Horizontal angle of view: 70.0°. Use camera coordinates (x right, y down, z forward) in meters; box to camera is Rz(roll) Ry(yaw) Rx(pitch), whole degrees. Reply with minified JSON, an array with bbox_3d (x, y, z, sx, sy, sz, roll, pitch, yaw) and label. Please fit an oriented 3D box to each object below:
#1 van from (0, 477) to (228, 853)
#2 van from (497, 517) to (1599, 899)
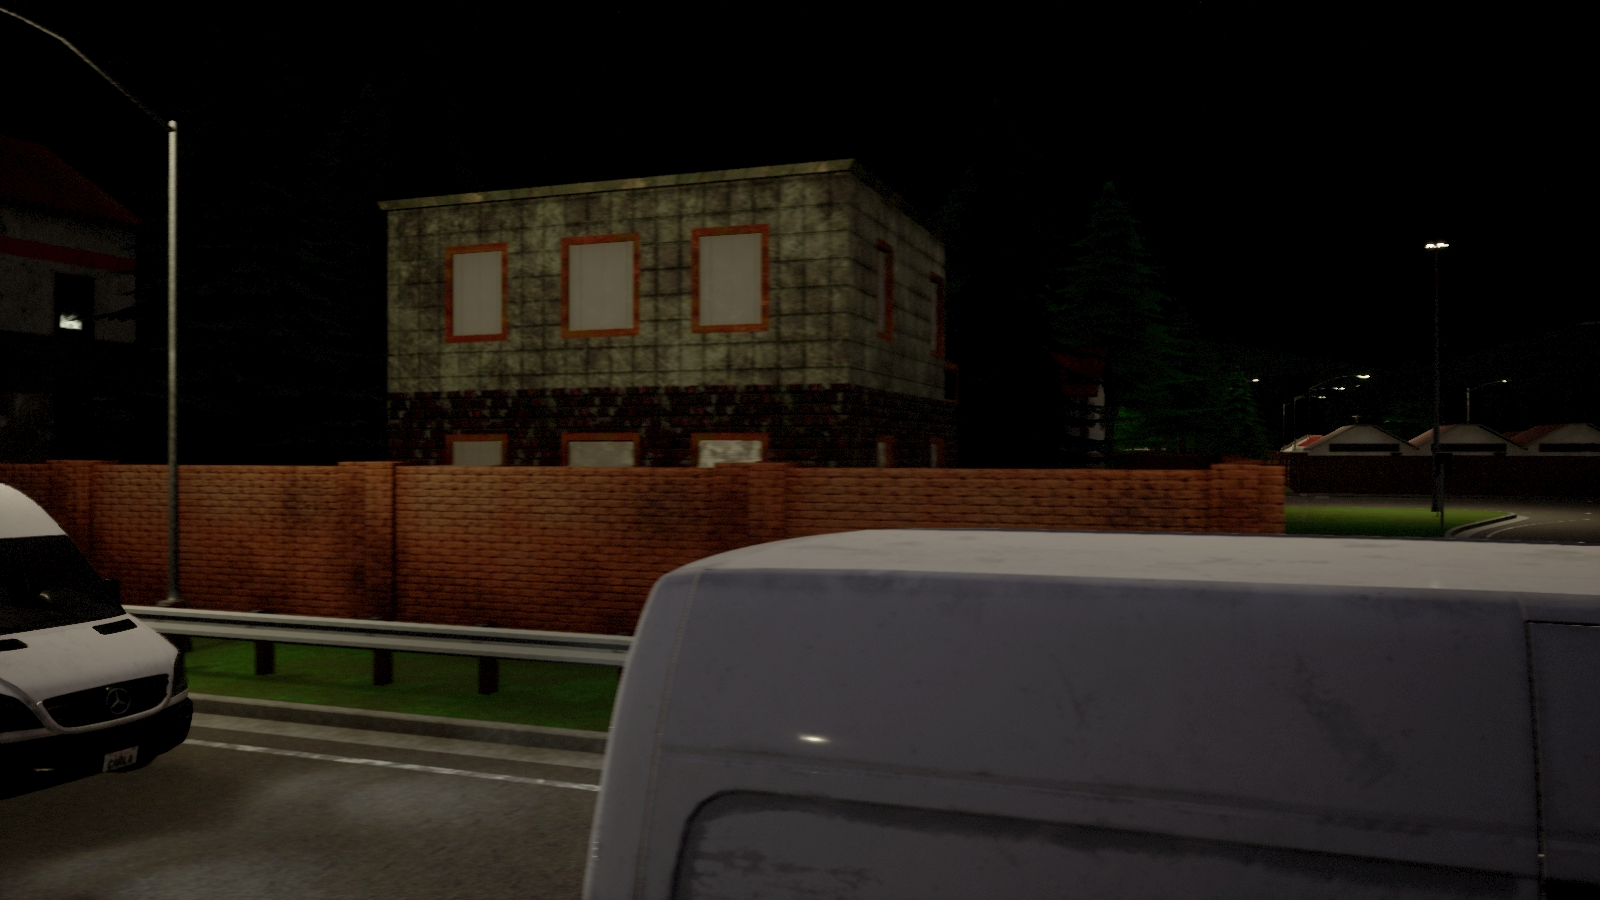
[{"bbox_3d":[-8.037,1.530,9.894,5.915,2.561,1.988,0,0,20],"label":"van"},{"bbox_3d":[2.467,1.535,2.393,5.915,2.561,1.988,0,0,20],"label":"van"}]
